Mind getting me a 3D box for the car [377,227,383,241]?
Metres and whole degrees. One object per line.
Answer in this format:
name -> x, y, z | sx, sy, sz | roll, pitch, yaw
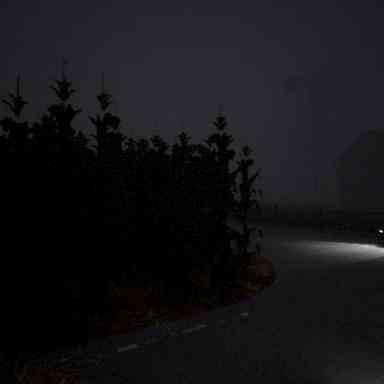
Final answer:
car -> 10.540, 1.560, 13.411 | 5.357, 1.411, 2.033 | 0, 0, -1
